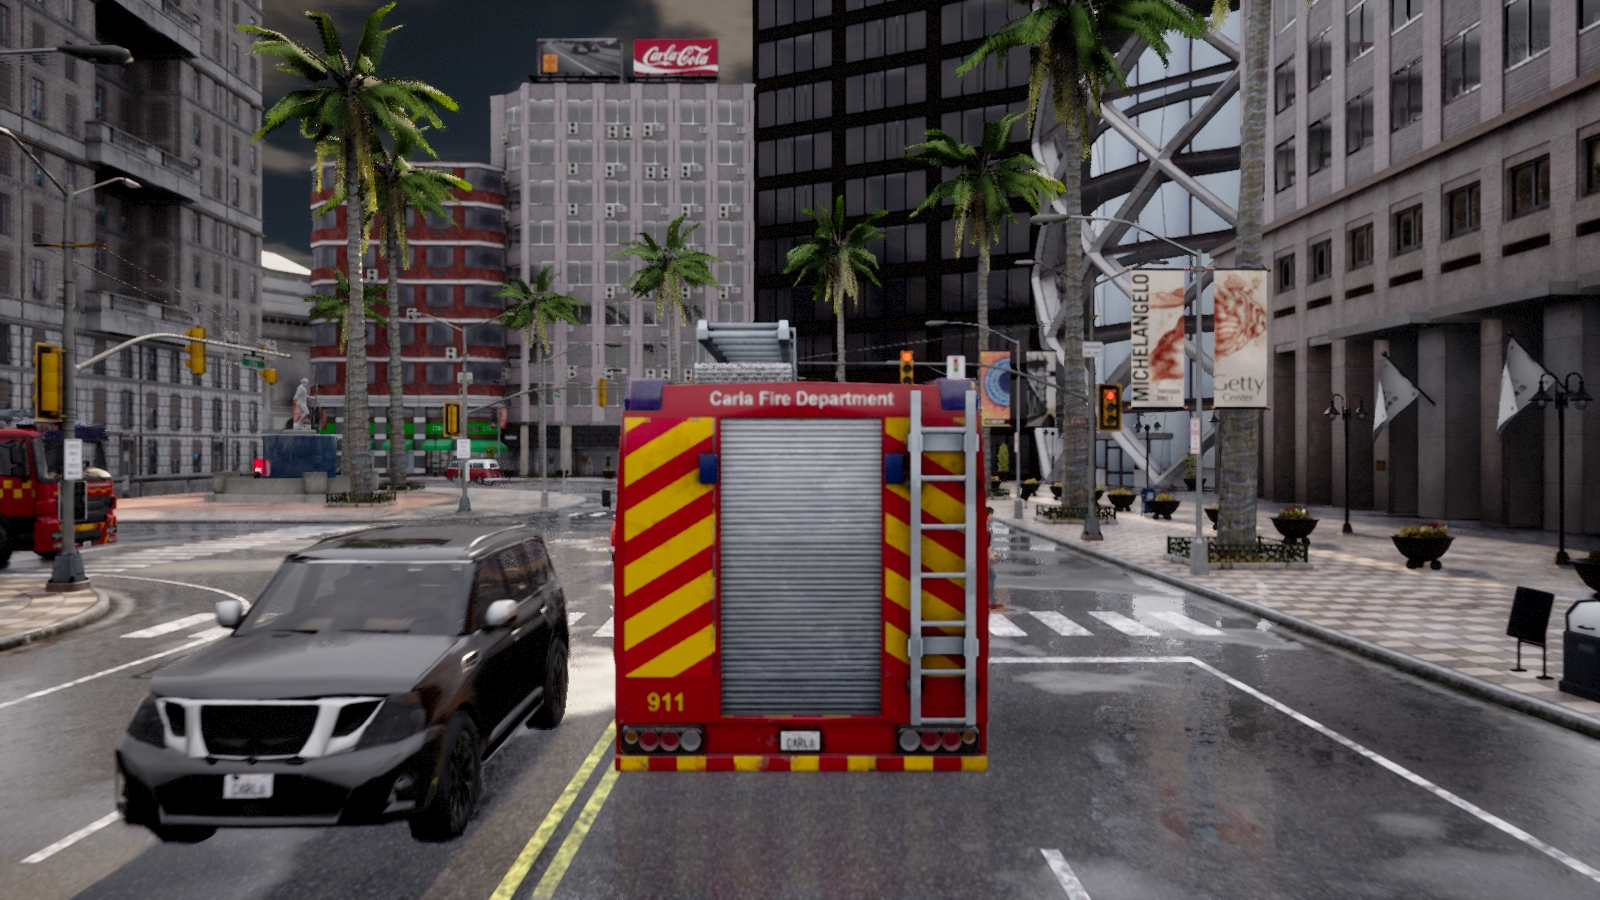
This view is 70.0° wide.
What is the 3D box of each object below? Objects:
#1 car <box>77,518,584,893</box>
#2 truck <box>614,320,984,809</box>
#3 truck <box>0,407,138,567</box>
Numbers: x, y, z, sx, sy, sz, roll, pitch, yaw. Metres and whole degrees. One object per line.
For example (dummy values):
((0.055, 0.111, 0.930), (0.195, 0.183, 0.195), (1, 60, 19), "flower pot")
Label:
((-3.499, 1.781, 10.015), (2.150, 2.045, 5.566), (0, 0, 0), "car")
((-0.009, 0.893, 13.166), (2.891, 3.827, 8.468), (0, 0, 0), "truck")
((-21.788, 0.896, 28.867), (8.468, 3.827, 2.891), (0, 0, 1), "truck")
